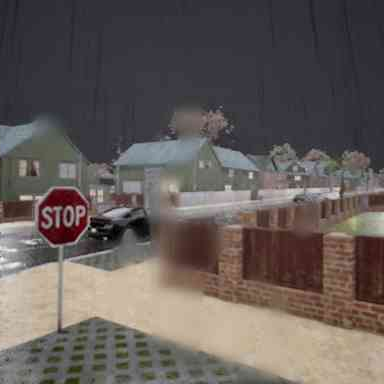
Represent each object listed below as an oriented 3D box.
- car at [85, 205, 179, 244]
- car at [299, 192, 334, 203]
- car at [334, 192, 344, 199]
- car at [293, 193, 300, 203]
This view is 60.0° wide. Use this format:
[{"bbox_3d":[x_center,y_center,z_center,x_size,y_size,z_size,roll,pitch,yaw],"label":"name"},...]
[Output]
[{"bbox_3d":[-2.530,1.352,15.419,1.882,1.535,5.008,2,2,35],"label":"car"},{"bbox_3d":[15.190,0.878,40.381,2.033,1.411,5.357,2,2,36],"label":"car"},{"bbox_3d":[20.685,0.682,48.242,1.812,1.442,4.674,2,2,35],"label":"car"},{"bbox_3d":[15.551,0.729,45.746,2.033,1.411,5.357,2,2,35],"label":"car"}]
